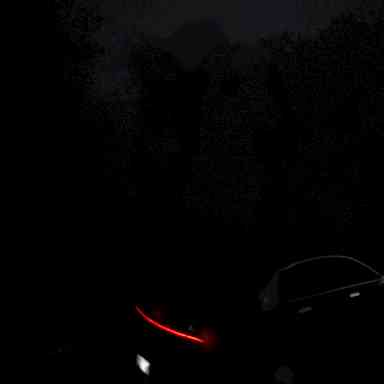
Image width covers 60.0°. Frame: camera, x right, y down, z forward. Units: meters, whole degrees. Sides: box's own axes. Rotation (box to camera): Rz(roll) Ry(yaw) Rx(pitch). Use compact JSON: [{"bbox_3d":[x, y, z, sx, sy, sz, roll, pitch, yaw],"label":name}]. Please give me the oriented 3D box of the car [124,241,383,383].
[{"bbox_3d":[1.470,1.482,4.795,4.892,1.490,1.837,0,0,-35],"label":"car"}]
